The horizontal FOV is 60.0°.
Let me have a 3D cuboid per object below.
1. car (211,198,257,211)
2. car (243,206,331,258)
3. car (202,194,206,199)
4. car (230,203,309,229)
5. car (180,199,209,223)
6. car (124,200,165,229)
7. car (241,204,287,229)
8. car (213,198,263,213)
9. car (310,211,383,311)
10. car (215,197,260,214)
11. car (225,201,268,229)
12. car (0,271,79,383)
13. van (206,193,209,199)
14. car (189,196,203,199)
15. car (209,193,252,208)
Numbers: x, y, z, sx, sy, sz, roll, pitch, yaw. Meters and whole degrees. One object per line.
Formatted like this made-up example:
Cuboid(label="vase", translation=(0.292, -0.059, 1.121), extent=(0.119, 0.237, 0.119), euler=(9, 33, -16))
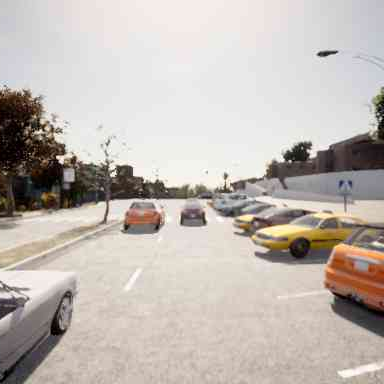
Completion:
Cuboid(label="car", translation=(5.011, 1.468, 39.524), extent=(4.892, 1.521, 2.231), euler=(1, 0, -20))
Cuboid(label="car", translation=(4.880, 1.476, 12.617), extent=(5.366, 1.575, 1.946), euler=(1, 0, -20))
Cuboid(label="car", translation=(4.830, 1.503, 51.386), extent=(5.366, 1.575, 1.946), euler=(1, 0, -20))
Cuboid(label="car", translation=(5.037, 1.496, 21.632), extent=(4.674, 1.452, 2.002), euler=(1, 0, -20))
Cuboid(label="car", translation=(0.068, 1.485, 25.074), extent=(1.812, 1.442, 4.674), euler=(0, 0, 0))
Cuboid(label="car", translation=(-2.928, 1.315, 21.335), extent=(2.097, 1.767, 4.553), euler=(0, 0, 0))
Cuboid(label="car", translation=(5.076, 1.501, 15.679), extent=(4.792, 1.488, 2.163), euler=(1, 0, -20))
Cuboid(label="car", translation=(5.028, 1.459, 36.538), extent=(5.008, 1.535, 2.097), euler=(1, 0, -20))
Cuboid(label="car", translation=(5.034, 1.369, 6.707), extent=(4.553, 1.767, 2.185), euler=(1, 0, -20))
Cuboid(label="car", translation=(5.040, 1.452, 30.572), extent=(4.892, 1.521, 2.231), euler=(1, 0, -20))
Cuboid(label="car", translation=(4.873, 1.456, 18.583), extent=(5.366, 1.575, 1.946), euler=(1, 0, -20))
Cuboid(label="car", translation=(-2.905, 1.606, 3.747), extent=(1.895, 1.301, 4.718), euler=(0, 0, 0))
Cuboid(label="van", translation=(4.900, 1.270, 48.428), extent=(4.442, 1.987, 1.878), euler=(1, 0, -20))
Cuboid(label="car", translation=(0.045, 1.507, 41.372), extent=(1.812, 1.442, 4.674), euler=(0, 0, 0))
Cuboid(label="car", translation=(5.055, 1.202, 33.574), extent=(5.566, 2.045, 2.435), euler=(1, 0, -20))
